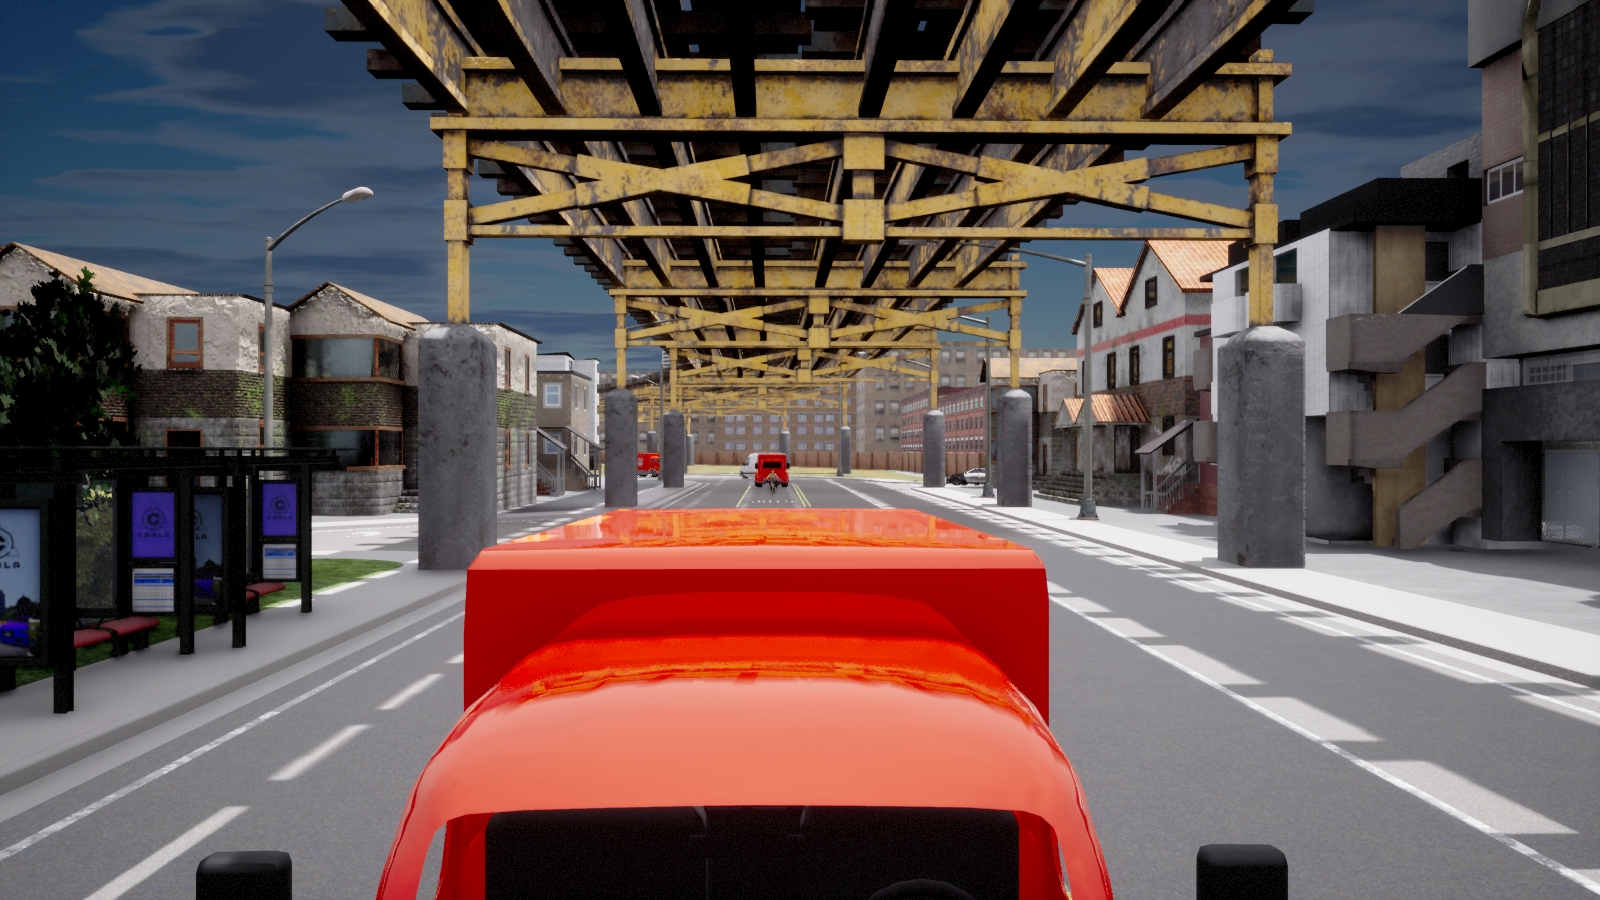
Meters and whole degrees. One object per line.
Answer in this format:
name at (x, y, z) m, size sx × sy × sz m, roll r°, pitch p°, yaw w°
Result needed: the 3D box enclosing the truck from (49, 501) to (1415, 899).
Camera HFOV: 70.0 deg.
truck at (-0.167, 1.568, 4.802) m, size 2.627 × 2.467 × 5.204 m, roll 0°, pitch 0°, yaw -1°
